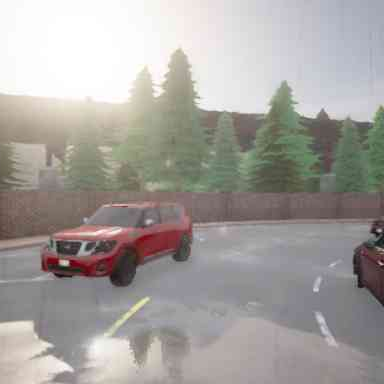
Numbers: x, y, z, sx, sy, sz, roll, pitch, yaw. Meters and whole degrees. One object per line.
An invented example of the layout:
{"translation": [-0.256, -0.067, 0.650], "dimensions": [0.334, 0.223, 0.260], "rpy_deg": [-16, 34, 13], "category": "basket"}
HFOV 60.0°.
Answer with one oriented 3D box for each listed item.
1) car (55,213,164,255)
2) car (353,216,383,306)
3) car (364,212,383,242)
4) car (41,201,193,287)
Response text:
{"translation": [-3.441, 1.732, 14.838], "dimensions": [1.895, 1.301, 4.718], "rpy_deg": [0, -1, 33], "category": "car"}
{"translation": [4.729, 1.450, 6.641], "dimensions": [2.097, 1.767, 4.553], "rpy_deg": [0, -1, 15], "category": "car"}
{"translation": [11.545, 1.776, 17.484], "dimensions": [4.674, 1.442, 1.812], "rpy_deg": [1, -1, -21], "category": "car"}
{"translation": [-1.836, 1.315, 10.201], "dimensions": [2.150, 2.045, 5.566], "rpy_deg": [-1, -1, 24], "category": "car"}
